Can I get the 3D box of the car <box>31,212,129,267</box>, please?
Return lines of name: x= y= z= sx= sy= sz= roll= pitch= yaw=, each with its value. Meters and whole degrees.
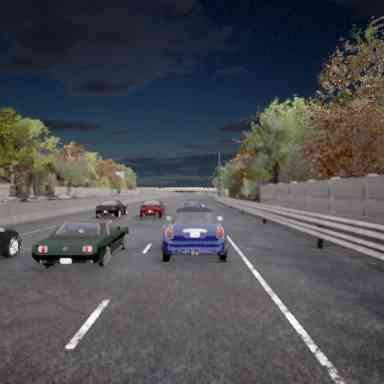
car: x=-3.403 y=1.569 z=11.205 sx=1.895 sy=1.301 sz=4.718 roll=0 pitch=0 yaw=0

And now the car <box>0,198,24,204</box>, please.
car: x=-21.022 y=1.467 z=39.733 sx=1.837 sy=1.490 sz=4.892 roll=0 pitch=0 yaw=0

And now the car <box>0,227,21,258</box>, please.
car: x=-6.907 y=1.477 z=9.716 sx=1.837 sy=1.490 sz=4.892 roll=0 pitch=0 yaw=0

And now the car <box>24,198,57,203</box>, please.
car: x=-17.522 y=1.443 z=39.615 sx=1.837 sy=1.490 sz=4.892 roll=0 pitch=0 yaw=0

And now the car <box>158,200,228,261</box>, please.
car: x=0.089 y=1.316 z=12.324 sx=2.097 sy=1.767 sz=4.553 roll=0 pitch=0 yaw=0

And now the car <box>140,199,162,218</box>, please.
car: x=-3.416 y=1.410 z=29.569 sx=1.882 sy=1.535 sz=5.008 roll=0 pitch=0 yaw=0

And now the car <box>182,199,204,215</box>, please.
car: x=0.082 y=1.472 z=34.007 sx=2.033 sy=1.411 sz=5.357 roll=0 pitch=0 yaw=0

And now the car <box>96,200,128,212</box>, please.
car: x=-6.915 y=1.411 z=28.991 sx=1.882 sy=1.535 sz=5.008 roll=0 pitch=0 yaw=0
